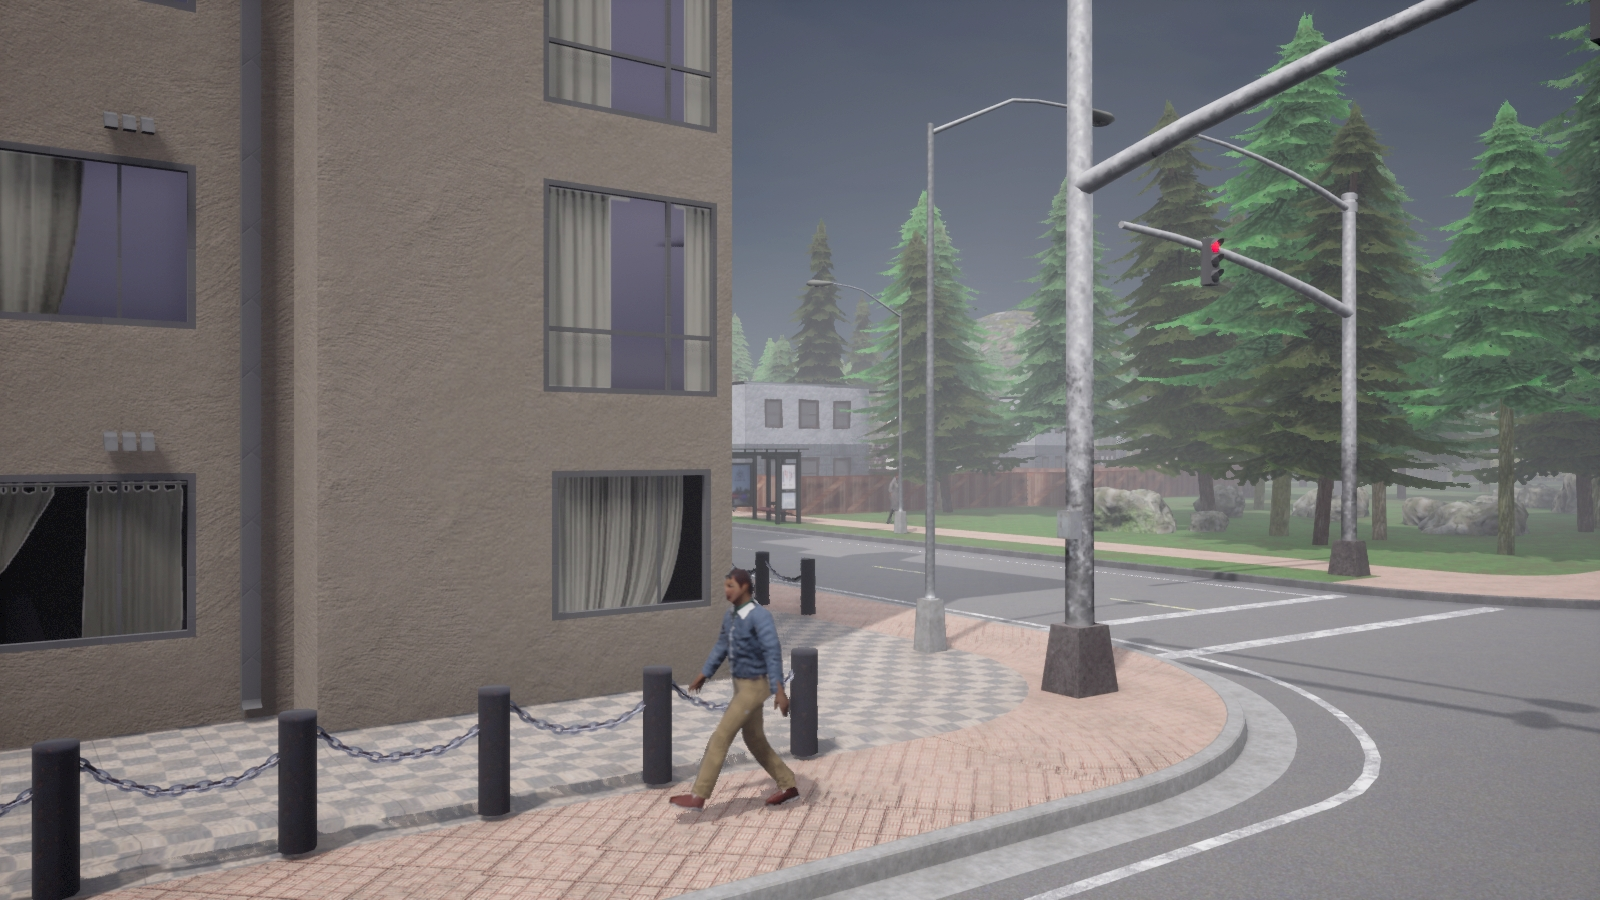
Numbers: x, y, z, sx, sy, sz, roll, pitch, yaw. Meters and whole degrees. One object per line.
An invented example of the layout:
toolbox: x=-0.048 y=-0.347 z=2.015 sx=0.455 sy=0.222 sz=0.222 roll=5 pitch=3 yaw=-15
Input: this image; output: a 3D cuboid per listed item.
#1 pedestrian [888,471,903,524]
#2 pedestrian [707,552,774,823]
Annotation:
pedestrian: x=3.371 y=1.676 z=40.335 sx=0.375 sy=1.860 sz=0.375 roll=0 pitch=0 yaw=-33
pedestrian: x=-0.437 y=1.694 z=8.295 sx=0.375 sy=1.860 sz=0.375 roll=0 pitch=0 yaw=-25
